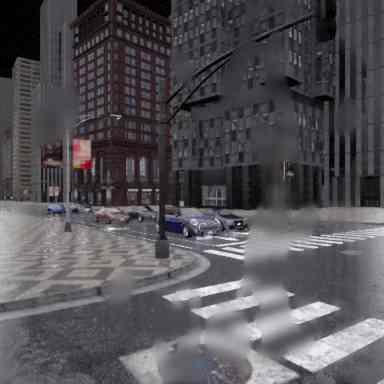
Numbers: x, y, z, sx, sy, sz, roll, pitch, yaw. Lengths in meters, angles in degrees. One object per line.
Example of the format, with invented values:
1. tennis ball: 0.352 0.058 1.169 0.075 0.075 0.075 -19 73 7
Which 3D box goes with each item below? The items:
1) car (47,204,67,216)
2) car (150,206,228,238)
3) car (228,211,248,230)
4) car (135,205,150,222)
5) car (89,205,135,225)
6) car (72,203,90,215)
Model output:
1. car: -17.949 2.337 44.333 1.882 1.535 5.008 0 -1 -35
2. car: -0.306 1.636 19.650 2.097 1.767 4.553 0 -1 -35
3. car: 1.767 1.861 22.370 1.994 1.385 4.181 0 -1 -36
4. car: -4.822 2.014 31.548 1.837 1.490 4.892 0 -1 -36
5. car: -7.077 2.028 29.115 1.812 1.442 4.674 0 -1 -36
6. car: -15.308 2.347 46.228 2.128 1.511 4.902 0 -1 -35
